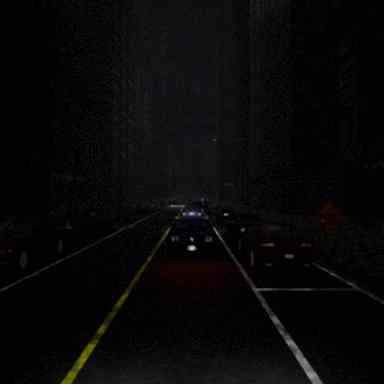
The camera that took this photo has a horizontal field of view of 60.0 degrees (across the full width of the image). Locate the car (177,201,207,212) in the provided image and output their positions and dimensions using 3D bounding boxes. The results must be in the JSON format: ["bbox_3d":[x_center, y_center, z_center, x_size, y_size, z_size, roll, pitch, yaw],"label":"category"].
[{"bbox_3d":[-0.003,1.816,28.996,2.033,1.411,5.357,0,0,0],"label":"car"}]

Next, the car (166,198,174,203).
[{"bbox_3d":[-5.861,2.295,89.955,1.752,1.417,4.829,1,0,0],"label":"car"}]

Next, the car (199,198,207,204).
[{"bbox_3d":[2.665,2.274,84.507,1.887,1.381,4.507,1,0,0],"label":"car"}]

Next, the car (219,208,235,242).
[{"bbox_3d":[2.673,1.725,17.013,1.947,1.339,4.313,1,-1,0],"label":"car"}]

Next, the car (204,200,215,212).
[{"bbox_3d":[2.670,1.944,39.511,1.802,1.307,4.206,1,0,0],"label":"car"}]

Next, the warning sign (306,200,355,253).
[{"bbox_3d":[5.057,1.231,12.235,1.300,1.860,1.060,-1,-1,0],"label":"warning sign"}]

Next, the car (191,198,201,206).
[{"bbox_3d":[0.734,2.072,67.217,1.882,1.535,5.008,0,0,0],"label":"car"}]

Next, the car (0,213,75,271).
[{"bbox_3d":[-5.852,1.652,11.385,1.887,1.381,4.507,1,-1,0],"label":"car"}]

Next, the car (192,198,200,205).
[{"bbox_3d":[0.891,2.168,73.220,1.812,1.442,4.674,0,0,0],"label":"car"}]

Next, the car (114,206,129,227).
[{"bbox_3d":[-5.853,1.776,22.633,1.947,1.339,4.313,1,-1,0],"label":"car"}]

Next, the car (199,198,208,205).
[{"bbox_3d":[2.666,2.237,78.883,2.008,1.369,4.403,1,0,0],"label":"car"}]

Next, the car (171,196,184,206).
[{"bbox_3d":[-3.009,2.148,70.981,1.812,1.442,4.674,0,0,0],"label":"car"}]

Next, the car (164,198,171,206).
[{"bbox_3d":[-5.858,2.142,67.628,1.887,1.381,4.507,1,0,0],"label":"car"}]

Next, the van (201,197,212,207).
[{"bbox_3d":[2.670,1.893,62.011,1.690,1.788,3.998,1,0,0],"label":"van"}]

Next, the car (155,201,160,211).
[{"bbox_3d":[-5.855,1.851,45.131,1.967,1.590,4.097,1,0,0],"label":"car"}]

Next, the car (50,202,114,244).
[{"bbox_3d":[-5.850,1.474,17.011,2.192,1.841,5.009,1,-1,0],"label":"car"}]

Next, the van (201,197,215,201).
[{"bbox_3d":[2.671,1.800,50.761,1.690,1.788,3.998,1,0,0],"label":"van"}]

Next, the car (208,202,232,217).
[{"bbox_3d":[2.671,1.827,28.261,1.947,1.339,4.313,1,-1,0],"label":"car"}]

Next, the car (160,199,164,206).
[{"bbox_3d":[-5.857,2.003,50.755,1.887,1.381,4.507,1,0,0],"label":"car"}]

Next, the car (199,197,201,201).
[{"bbox_3d":[2.670,1.946,56.385,1.967,1.590,4.097,1,0,0],"label":"car"}]

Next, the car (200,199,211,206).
[{"bbox_3d":[2.667,2.148,67.634,2.008,1.369,4.403,1,0,0],"label":"car"}]

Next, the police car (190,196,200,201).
[{"bbox_3d":[0.746,1.939,57.291,1.930,1.638,5.238,0,0,-3],"label":"police car"}]

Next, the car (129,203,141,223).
[{"bbox_3d":[-5.854,1.827,28.257,1.947,1.339,4.313,1,-1,0],"label":"car"}]

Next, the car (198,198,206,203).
[{"bbox_3d":[2.665,2.316,90.131,1.887,1.381,4.507,1,0,0],"label":"car"}]

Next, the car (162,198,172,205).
[{"bbox_3d":[-5.859,2.237,78.876,2.008,1.369,4.403,1,0,0],"label":"car"}]

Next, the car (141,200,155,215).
[{"bbox_3d":[-5.855,1.907,39.507,1.887,1.381,4.507,1,-1,0],"label":"car"}]

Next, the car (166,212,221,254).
[{"bbox_3d":[-0.001,1.733,14.112,1.895,1.301,4.718,0,0,0],"label":"car"}]

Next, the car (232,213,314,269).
[{"bbox_3d":[2.674,1.652,11.388,1.887,1.381,4.507,1,-1,0],"label":"car"}]
